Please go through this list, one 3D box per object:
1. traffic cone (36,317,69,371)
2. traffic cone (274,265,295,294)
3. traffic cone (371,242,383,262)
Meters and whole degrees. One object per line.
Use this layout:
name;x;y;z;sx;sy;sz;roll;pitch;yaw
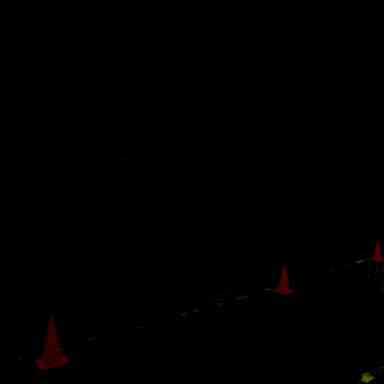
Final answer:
traffic cone;-1.845;1.953;4.393;0.340;0.580;0.340;-1;0;-36
traffic cone;2.054;1.909;7.375;0.340;0.580;0.340;-1;0;-38
traffic cone;5.852;1.864;10.486;0.340;0.580;0.340;-1;0;-40
